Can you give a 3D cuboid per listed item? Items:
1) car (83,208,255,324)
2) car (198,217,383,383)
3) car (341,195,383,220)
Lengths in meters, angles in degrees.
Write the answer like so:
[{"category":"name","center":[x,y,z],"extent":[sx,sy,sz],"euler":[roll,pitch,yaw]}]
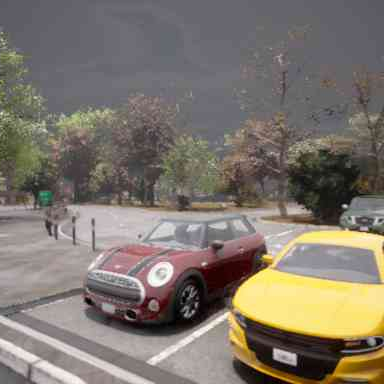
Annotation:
[{"category":"car","center":[-0.074,1.300,7.261],"extent":[2.185,1.767,4.553],"euler":[0,0,35]},{"category":"car","center":[2.397,1.441,5.499],"extent":[2.097,1.535,5.008],"euler":[0,0,35]},{"category":"car","center":[8.705,1.186,16.019],"extent":[2.435,2.045,5.566],"euler":[0,0,35]}]
